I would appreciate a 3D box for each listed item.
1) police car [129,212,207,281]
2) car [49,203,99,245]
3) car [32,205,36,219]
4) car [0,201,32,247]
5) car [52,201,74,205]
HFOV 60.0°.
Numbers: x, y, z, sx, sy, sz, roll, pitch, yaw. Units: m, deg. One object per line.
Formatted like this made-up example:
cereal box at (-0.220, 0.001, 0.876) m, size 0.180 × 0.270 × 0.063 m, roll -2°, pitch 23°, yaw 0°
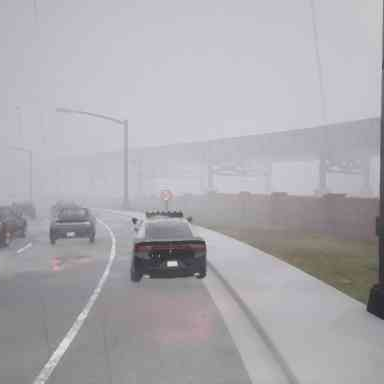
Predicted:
police car at (-0.853, 1.422, 10.087) m, size 1.930 × 1.638 × 5.238 m, roll 0°, pitch 0°, yaw -9°
car at (-5.554, 1.511, 15.850) m, size 2.128 × 1.511 × 4.902 m, roll 0°, pitch 0°, yaw -15°
car at (-14.895, 1.599, 29.157) m, size 1.837 × 1.490 × 4.892 m, roll -1°, pitch 0°, yaw -30°
car at (-8.926, 1.399, 14.907) m, size 2.097 × 1.767 × 4.553 m, roll 0°, pitch 0°, yaw -15°
car at (-11.875, 1.536, 30.923) m, size 1.882 × 1.535 × 5.008 m, roll -1°, pitch 0°, yaw -30°
